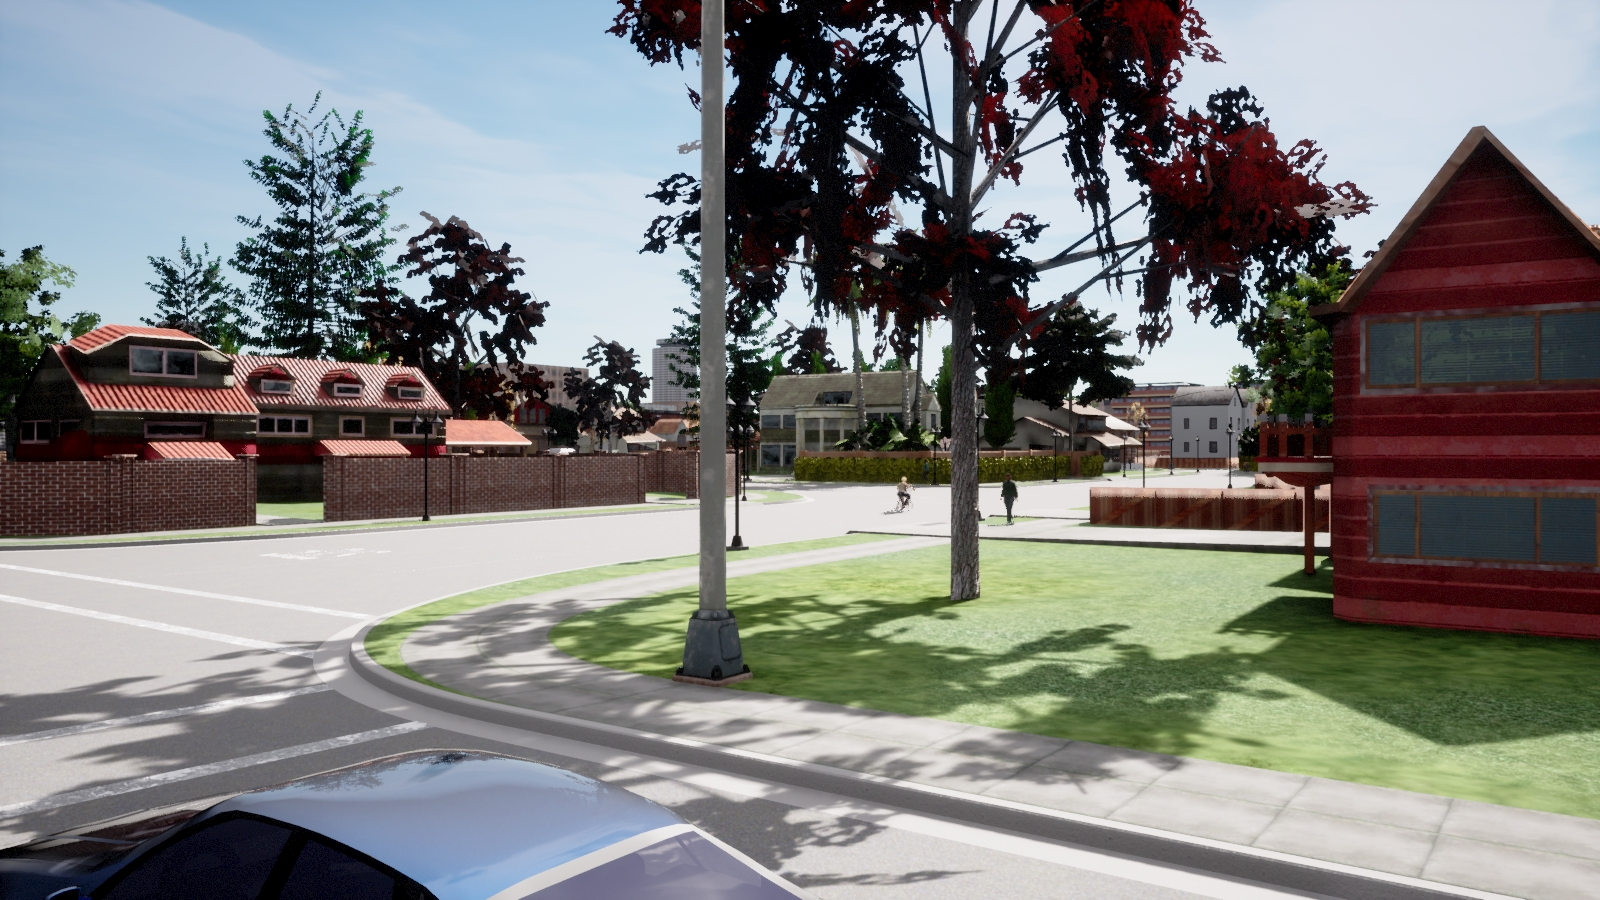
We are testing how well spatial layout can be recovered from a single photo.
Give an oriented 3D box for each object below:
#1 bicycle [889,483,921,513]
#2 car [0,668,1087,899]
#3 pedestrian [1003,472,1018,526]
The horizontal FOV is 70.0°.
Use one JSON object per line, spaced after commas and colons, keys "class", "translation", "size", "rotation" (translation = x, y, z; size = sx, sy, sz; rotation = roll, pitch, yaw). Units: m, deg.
{"class": "bicycle", "translation": [4.706, 2.145, 51.186], "size": [0.859, 1.301, 1.487], "rotation": [0, 0, 32]}
{"class": "car", "translation": [-1.713, 2.106, 4.943], "size": [5.357, 1.411, 2.033], "rotation": [0, 0, 36]}
{"class": "pedestrian", "translation": [7.310, 1.704, 39.698], "size": [0.375, 1.860, 0.375], "rotation": [0, 0, 35]}
